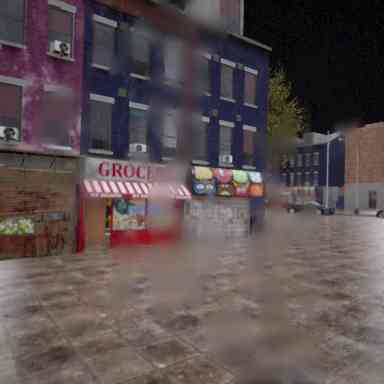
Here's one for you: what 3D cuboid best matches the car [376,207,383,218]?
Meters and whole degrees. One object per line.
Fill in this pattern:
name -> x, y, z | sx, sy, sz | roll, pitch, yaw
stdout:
car -> 17.000, 1.590, 26.356 | 1.994, 1.385, 4.181 | 2, -2, -35

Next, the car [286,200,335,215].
car -> 11.910, 1.566, 33.618 | 1.882, 1.535, 5.008 | 2, -2, -35
